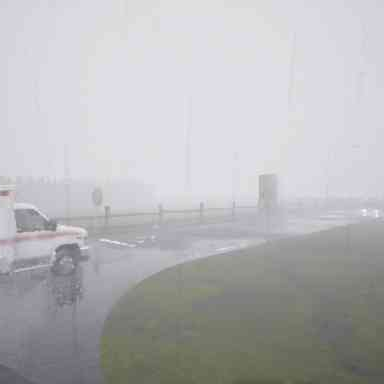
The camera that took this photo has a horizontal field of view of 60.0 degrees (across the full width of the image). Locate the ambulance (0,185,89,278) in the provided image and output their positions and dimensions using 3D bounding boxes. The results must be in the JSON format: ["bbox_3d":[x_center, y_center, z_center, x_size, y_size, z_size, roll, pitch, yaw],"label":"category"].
[{"bbox_3d":[-5.568,1.033,7.586,2.351,2.431,6.366,1,0,42],"label":"ambulance"}]

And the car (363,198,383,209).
[{"bbox_3d":[24.216,1.466,43.838,1.895,1.301,4.718,1,1,44],"label":"car"}]
